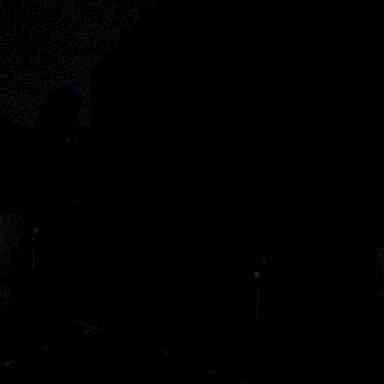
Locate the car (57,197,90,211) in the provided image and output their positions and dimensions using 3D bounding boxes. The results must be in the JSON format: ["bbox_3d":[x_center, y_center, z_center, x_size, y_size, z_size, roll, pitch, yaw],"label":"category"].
[{"bbox_3d":[-13.355,1.367,38.705,1.812,1.442,4.674,1,1,36],"label":"car"}]
